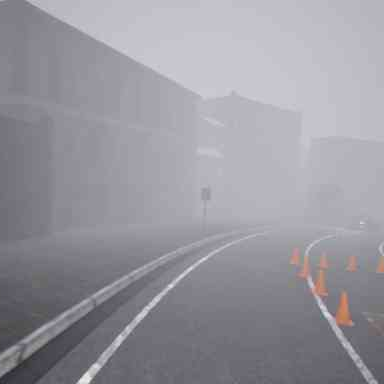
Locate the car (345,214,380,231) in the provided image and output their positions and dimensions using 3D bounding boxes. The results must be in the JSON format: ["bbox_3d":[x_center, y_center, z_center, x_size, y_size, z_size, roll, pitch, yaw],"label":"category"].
[{"bbox_3d":[18.685,3.256,36.333,4.553,1.767,2.097,6,1,-39],"label":"car"}]

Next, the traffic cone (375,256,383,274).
[{"bbox_3d":[6.817,2.607,11.950,0.340,0.580,0.340,5,-1,9],"label":"traffic cone"}]

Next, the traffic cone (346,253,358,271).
[{"bbox_3d":[5.836,2.529,12.103,0.340,0.580,0.340,5,-1,9],"label":"traffic cone"}]

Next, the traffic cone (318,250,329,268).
[{"bbox_3d":[4.854,2.452,12.255,0.340,0.580,0.340,5,-1,9],"label":"traffic cone"}]

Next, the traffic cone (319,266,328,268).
[{"bbox_3d":[3.261,2.281,8.463,0.340,0.580,0.340,4,-1,9],"label":"traffic cone"}]

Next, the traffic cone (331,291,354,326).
[{"bbox_3d":[2.956,2.233,6.488,0.340,0.580,0.340,4,-1,9],"label":"traffic cone"}]
